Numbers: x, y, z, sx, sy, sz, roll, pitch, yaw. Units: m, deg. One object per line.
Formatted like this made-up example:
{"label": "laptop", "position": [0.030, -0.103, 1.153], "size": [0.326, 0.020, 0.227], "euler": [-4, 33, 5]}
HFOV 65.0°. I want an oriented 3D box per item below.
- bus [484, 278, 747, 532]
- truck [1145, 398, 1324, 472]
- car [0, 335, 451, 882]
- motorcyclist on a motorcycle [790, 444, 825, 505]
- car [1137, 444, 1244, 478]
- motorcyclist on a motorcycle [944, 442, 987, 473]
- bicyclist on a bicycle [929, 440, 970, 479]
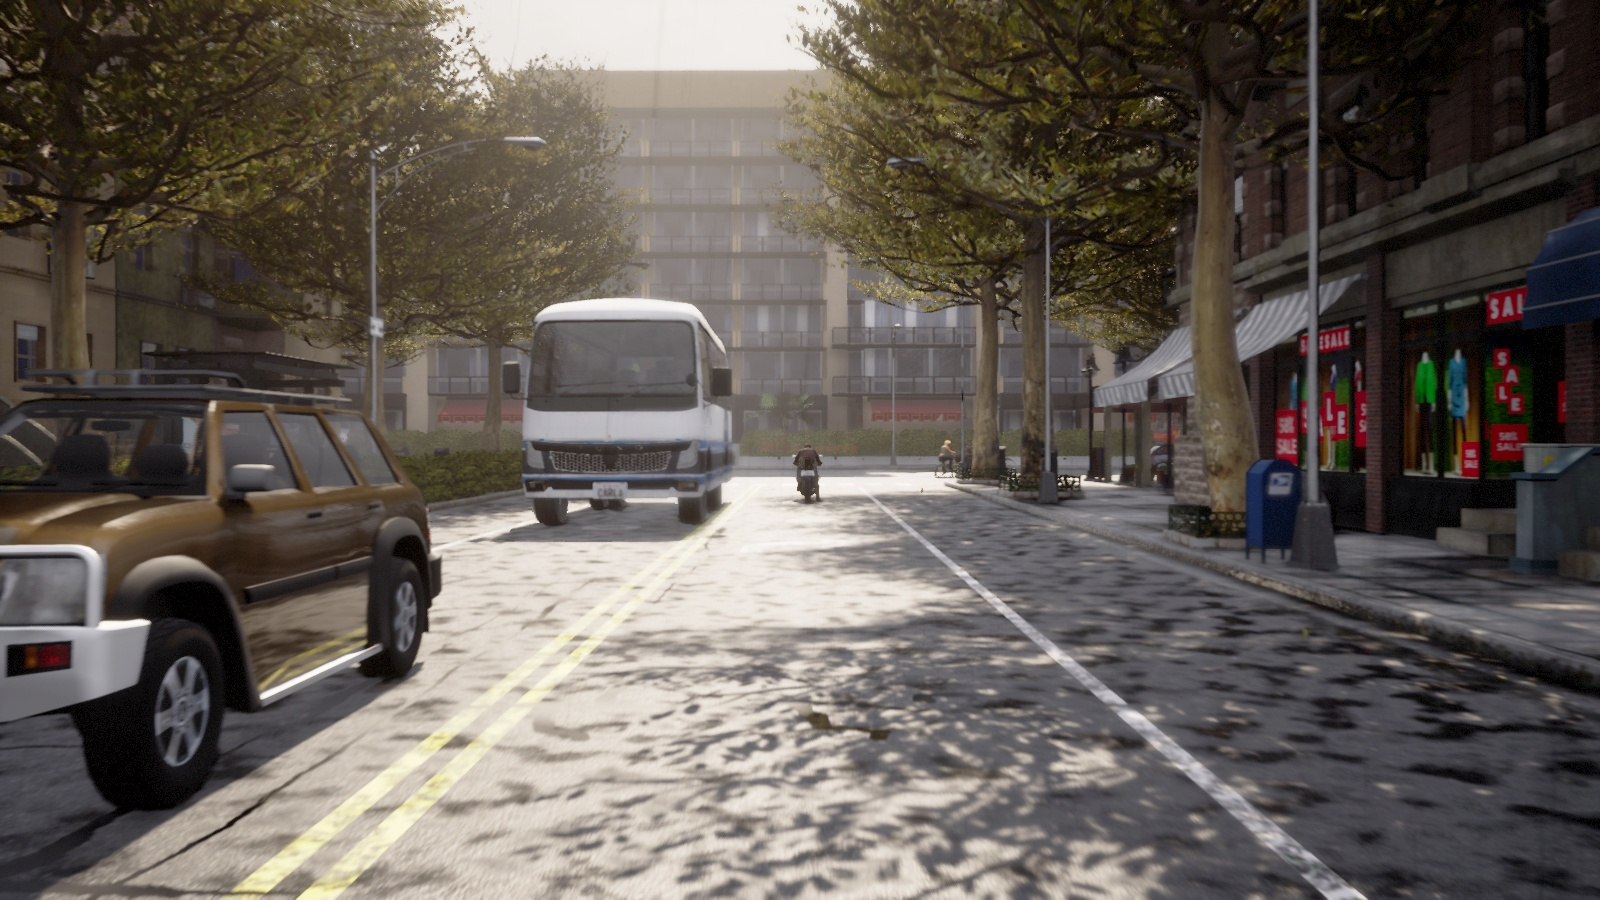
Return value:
{"label": "bus", "position": [-3.308, -0.780, 26.164], "size": [3.944, 4.253, 10.273], "euler": [0, 0, 0]}
{"label": "truck", "position": [22.819, -0.773, 66.275], "size": [8.468, 3.827, 2.891], "euler": [0, 0, 0]}
{"label": "car", "position": [-3.446, 0.523, 6.559], "size": [1.932, 1.855, 4.605], "euler": [0, 0, 0]}
{"label": "motorcyclist on a motorcycle", "position": [0.199, 0.599, 32.425], "size": [0.866, 1.530, 2.191], "euler": [0, 0, 0]}
{"label": "car", "position": [17.313, 0.460, 55.791], "size": [4.193, 1.474, 1.816], "euler": [0, 0, 0]}
{"label": "motorcyclist on a motorcycle", "position": [8.255, 0.381, 62.805], "size": [2.044, 1.523, 0.797], "euler": [0, 0, 0]}
{"label": "bicyclist on a bicycle", "position": [6.430, 0.384, 53.955], "size": [1.509, 1.612, 0.866], "euler": [0, 2, -33]}
